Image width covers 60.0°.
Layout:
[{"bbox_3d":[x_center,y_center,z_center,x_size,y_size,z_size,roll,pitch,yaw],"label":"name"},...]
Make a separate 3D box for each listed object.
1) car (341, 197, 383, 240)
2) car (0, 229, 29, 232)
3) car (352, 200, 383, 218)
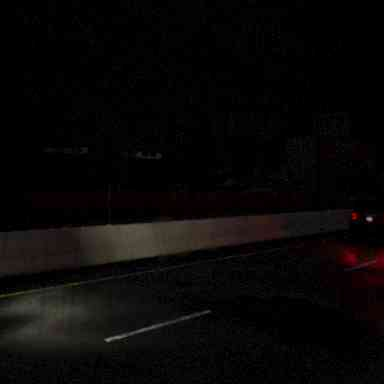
[{"bbox_3d":[9.725,1.251,15.983,5.566,2.045,2.150,0,0,-39],"label":"car"},{"bbox_3d":[-11.259,1.574,17.578,5.008,1.535,1.882,0,0,-36],"label":"car"},{"bbox_3d":[17.314,1.553,31.289,4.902,1.511,2.128,0,0,-39],"label":"car"}]
